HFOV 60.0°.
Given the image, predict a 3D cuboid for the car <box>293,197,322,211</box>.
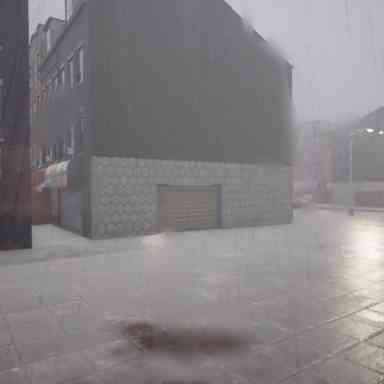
[{"bbox_3d":[11.753,1.307,36.041,1.812,1.442,4.674,-1,1,-35],"label":"car"}]
